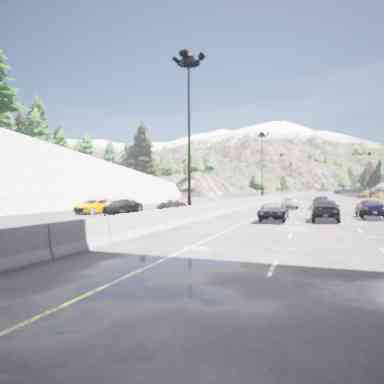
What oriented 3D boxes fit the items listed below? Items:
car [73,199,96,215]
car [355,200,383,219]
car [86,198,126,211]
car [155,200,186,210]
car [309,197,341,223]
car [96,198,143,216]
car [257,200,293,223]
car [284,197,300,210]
[{"bbox_3d":[-9.651,1.409,32.991,1.882,1.535,5.008,0,0,20],"label":"car"},{"bbox_3d":[14.364,1.363,26.770,1.812,1.442,4.674,0,0,20],"label":"car"},{"bbox_3d":[-10.468,1.455,40.826,2.033,1.411,5.357,0,0,21],"label":"car"},{"bbox_3d":[-2.063,1.457,33.314,1.994,1.385,4.181,0,0,20],"label":"car"},{"bbox_3d":[9.869,1.368,24.671,1.837,1.490,4.892,0,-1,20],"label":"car"},{"bbox_3d":[-6.506,1.399,31.406,1.882,1.535,5.008,0,0,20],"label":"car"},{"bbox_3d":[6.100,1.486,24.567,1.895,1.301,4.718,0,0,20],"label":"car"},{"bbox_3d":[11.965,1.327,40.443,1.812,1.442,4.674,0,0,20],"label":"car"}]
